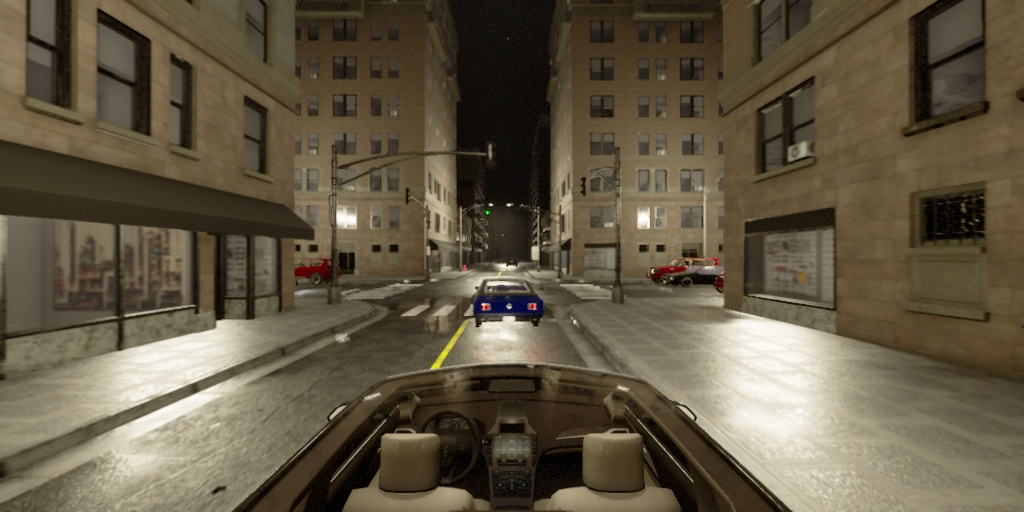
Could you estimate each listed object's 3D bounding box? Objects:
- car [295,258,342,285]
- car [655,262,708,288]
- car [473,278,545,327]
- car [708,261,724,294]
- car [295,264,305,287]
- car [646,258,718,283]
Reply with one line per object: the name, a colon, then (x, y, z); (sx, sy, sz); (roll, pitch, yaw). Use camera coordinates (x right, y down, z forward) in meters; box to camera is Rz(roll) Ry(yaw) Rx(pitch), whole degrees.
car: (-14.792, 1.069, 25.538); (5.009, 1.841, 2.192); (0, 0, 0)
car: (12.452, 1.290, 23.012); (5.357, 1.411, 2.033); (0, 0, 0)
car: (-0.255, 1.345, 11.496); (1.895, 1.301, 4.718); (0, 0, -5)
car: (12.286, 1.167, 17.522); (4.097, 1.591, 1.967); (0, 0, 0)
car: (-14.330, 1.303, 19.991); (4.181, 1.385, 1.994); (0, 0, 0)
car: (12.264, 1.064, 25.546); (5.009, 1.841, 2.192); (0, 0, 0)
